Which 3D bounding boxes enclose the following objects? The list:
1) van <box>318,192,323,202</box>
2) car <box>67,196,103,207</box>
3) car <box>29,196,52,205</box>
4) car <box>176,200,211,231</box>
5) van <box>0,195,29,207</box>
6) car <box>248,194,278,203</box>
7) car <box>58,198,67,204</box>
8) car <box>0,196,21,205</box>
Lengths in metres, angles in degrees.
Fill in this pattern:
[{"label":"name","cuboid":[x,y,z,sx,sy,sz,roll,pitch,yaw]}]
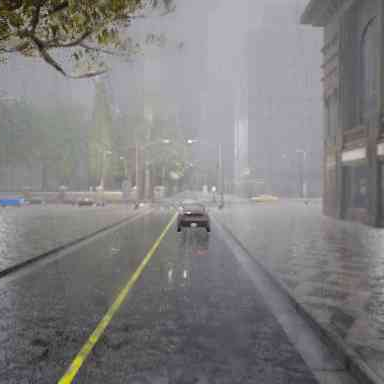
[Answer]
[{"label":"van","cuboid":[23.325,0.795,55.725,3.998,1.788,1.690,-1,1,0]},{"label":"car","cuboid":[-14.942,1.436,47.428,4.403,1.369,2.008,0,1,0]},{"label":"car","cuboid":[-25.954,1.395,56.017,4.403,1.369,2.008,0,1,0]},{"label":"car","cuboid":[0.094,1.453,19.943,1.837,1.490,4.892,0,1,0]},{"label":"van","cuboid":[-25.993,1.285,47.489,3.998,1.788,1.690,0,1,0]},{"label":"car","cuboid":[11.917,1.102,55.796,4.829,1.417,1.752,-1,1,0]},{"label":"car","cuboid":[-20.429,1.399,55.986,4.206,1.307,1.802,0,1,0]},{"label":"car","cuboid":[-31.480,1.433,56.047,4.313,1.339,1.947,0,1,0]}]
